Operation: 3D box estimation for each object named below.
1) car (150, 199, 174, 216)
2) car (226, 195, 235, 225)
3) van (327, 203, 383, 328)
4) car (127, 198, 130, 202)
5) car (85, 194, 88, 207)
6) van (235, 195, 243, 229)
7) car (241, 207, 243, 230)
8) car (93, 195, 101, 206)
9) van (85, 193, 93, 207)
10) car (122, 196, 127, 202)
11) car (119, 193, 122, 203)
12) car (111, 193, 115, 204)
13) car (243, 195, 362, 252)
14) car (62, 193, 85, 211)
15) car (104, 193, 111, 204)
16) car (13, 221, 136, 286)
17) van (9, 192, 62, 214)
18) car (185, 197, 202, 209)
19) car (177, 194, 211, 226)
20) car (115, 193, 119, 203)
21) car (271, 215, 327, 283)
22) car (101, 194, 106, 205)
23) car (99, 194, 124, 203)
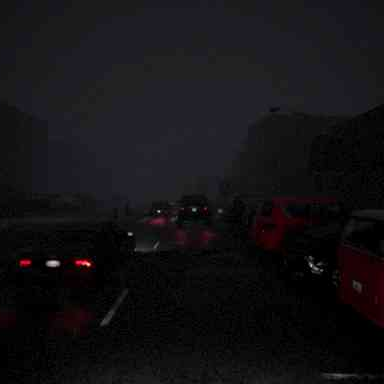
[{"bbox_3d":[-2.825,1.394,31.049,1.837,1.490,4.892,0,0,0],"label":"car"},{"bbox_3d":[4.766,1.187,19.379,5.566,2.045,2.435,0,0,0],"label":"car"},{"bbox_3d":[4.829,1.253,5.360,4.442,1.987,1.878,0,0,0],"label":"van"},{"bbox_3d":[-15.964,1.462,68.831,4.674,1.452,2.002,0,0,0],"label":"car"},{"bbox_3d":[-15.898,1.359,41.273,4.674,1.452,2.002,0,0,0],"label":"car"},{"bbox_3d":[4.614,1.224,16.602,4.442,1.987,1.878,0,0,0],"label":"van"},{"bbox_3d":[4.697,1.490,13.697,4.792,1.488,2.163,0,0,0],"label":"car"},{"bbox_3d":[-15.914,1.310,46.785,5.008,1.535,2.097,0,0,0],"label":"car"},{"bbox_3d":[-16.018,1.087,44.150,4.442,1.987,1.878,0,0,0],"label":"van"},{"bbox_3d":[-15.977,1.121,63.323,5.566,2.045,2.435,0,0,0],"label":"car"},{"bbox_3d":[-15.946,1.353,60.565,5.008,1.535,2.097,0,0,0],"label":"car"},{"bbox_3d":[-15.934,1.326,55.053,4.892,1.521,2.231,0,0,0],"label":"car"},{"bbox_3d":[4.747,1.216,11.043,5.566,2.045,2.435,0,0,0],"label":"car"},{"bbox_3d":[-15.860,1.077,38.513,5.566,2.045,2.435,0,0,0],"label":"car"},{"bbox_3d":[-15.928,1.318,52.296,4.892,1.521,2.231,0,0,0],"label":"car"},{"bbox_3d":[-2.893,1.537,9.442,2.033,1.411,5.357,0,0,0],"label":"car"},{"bbox_3d":[-15.759,1.132,33.002,4.442,1.987,1.878,0,0,0],"label":"van"},{"bbox_3d":[0.242,1.368,42.883,2.033,1.411,5.357,0,0,0],"label":"car"},{"bbox_3d":[0.143,1.163,23.162,2.150,2.045,5.566,0,1,0],"label":"car"},{"bbox_3d":[-15.930,1.337,57.809,5.008,1.535,2.097,0,0,0],"label":"car"},{"bbox_3d":[4.707,1.475,8.143,4.892,1.521,2.231,0,0,0],"label":"car"},{"bbox_3d":[-15.885,1.341,49.541,4.792,1.488,2.163,0,0,0],"label":"car"},{"bbox_3d":[-15.923,1.270,66.077,4.553,1.767,2.185,0,0,0],"label":"car"}]
